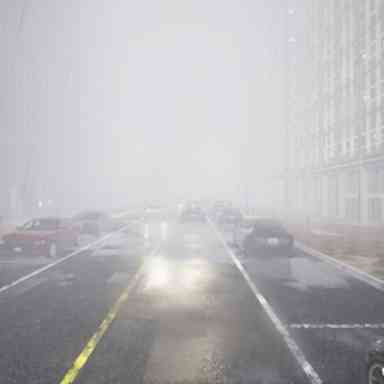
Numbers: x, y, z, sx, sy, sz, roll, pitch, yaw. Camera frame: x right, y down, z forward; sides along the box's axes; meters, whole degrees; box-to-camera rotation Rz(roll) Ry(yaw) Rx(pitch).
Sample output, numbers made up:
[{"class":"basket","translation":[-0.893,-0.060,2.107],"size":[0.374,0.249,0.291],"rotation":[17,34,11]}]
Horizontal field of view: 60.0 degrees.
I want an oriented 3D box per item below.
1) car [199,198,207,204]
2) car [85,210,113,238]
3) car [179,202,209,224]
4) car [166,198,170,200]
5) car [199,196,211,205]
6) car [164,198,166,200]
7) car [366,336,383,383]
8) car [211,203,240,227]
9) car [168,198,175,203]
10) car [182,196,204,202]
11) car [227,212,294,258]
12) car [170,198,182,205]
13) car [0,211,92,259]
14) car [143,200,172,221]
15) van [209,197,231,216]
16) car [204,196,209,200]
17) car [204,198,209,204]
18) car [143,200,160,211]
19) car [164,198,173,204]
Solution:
[{"class":"car","translation":[2.679,2.102,81.583],"size":[1.752,1.417,4.829],"rotation":[0,0,0]},{"class":"car","translation":[-5.692,1.712,18.808],"size":[1.947,1.339,4.313],"rotation":[0,0,0]},{"class":"car","translation":[0.094,1.772,27.175],"size":[1.994,1.385,4.181],"rotation":[0,-1,0]},{"class":"car","translation":[-5.701,2.090,75.732],"size":[2.008,1.369,4.403],"rotation":[0,0,0]},{"class":"car","translation":[2.682,1.818,70.032],"size":[2.192,1.841,5.009],"rotation":[0,0,0]},{"class":"car","translation":[-5.697,1.940,52.964],"size":[2.008,1.369,4.403],"rotation":[0,0,0]},{"class":"car","translation":[2.691,1.581,1.725],"size":[1.947,1.339,4.313],"rotation":[0,0,0]},{"class":"car","translation":[2.688,1.755,24.492],"size":[1.947,1.339,4.313],"rotation":[0,0,0]},{"class":"car","translation":[-5.703,2.226,92.807],"size":[1.802,1.307,4.206],"rotation":[0,0,0]},{"class":"car","translation":[0.089,1.668,42.300],"size":[2.097,1.767,4.553],"rotation":[0,0,0]},{"class":"car","translation":[2.689,1.669,13.108],"size":[1.947,1.339,4.313],"rotation":[0,0,0]},{"class":"car","translation":[-3.012,2.058,71.286],"size":[1.994,1.385,4.181],"rotation":[0,0,0]},{"class":"car","translation":[-5.691,1.647,13.116],"size":[1.887,1.381,4.507],"rotation":[0,0,0]},{"class":"car","translation":[-3.108,1.753,29.764],"size":[1.812,1.442,4.674],"rotation":[0,0,0]},{"class":"van","translation":[2.687,1.572,30.188],"size":[1.690,1.788,3.998],"rotation":[0,0,0]},{"class":"car","translation":[2.684,1.743,58.647],"size":[2.192,1.841,5.009],"rotation":[0,0,0]},{"class":"car","translation":[2.686,1.712,35.878],"size":[1.967,1.590,4.097],"rotation":[0,0,0]},{"class":"car","translation":[-5.696,1.874,47.100],"size":[1.752,1.417,4.829],"rotation":[0,0,0]},{"class":"car","translation":[-5.702,2.141,81.425],"size":[1.947,1.339,4.313],"rotation":[0,0,0]}]
